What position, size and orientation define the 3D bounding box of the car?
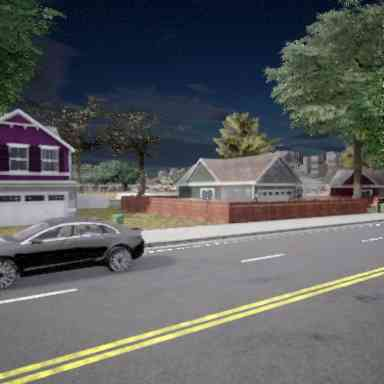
[{"bbox_3d":[-3.633,1.491,9.077,4.902,1.511,2.128,0,0,-36],"label":"car"}]
